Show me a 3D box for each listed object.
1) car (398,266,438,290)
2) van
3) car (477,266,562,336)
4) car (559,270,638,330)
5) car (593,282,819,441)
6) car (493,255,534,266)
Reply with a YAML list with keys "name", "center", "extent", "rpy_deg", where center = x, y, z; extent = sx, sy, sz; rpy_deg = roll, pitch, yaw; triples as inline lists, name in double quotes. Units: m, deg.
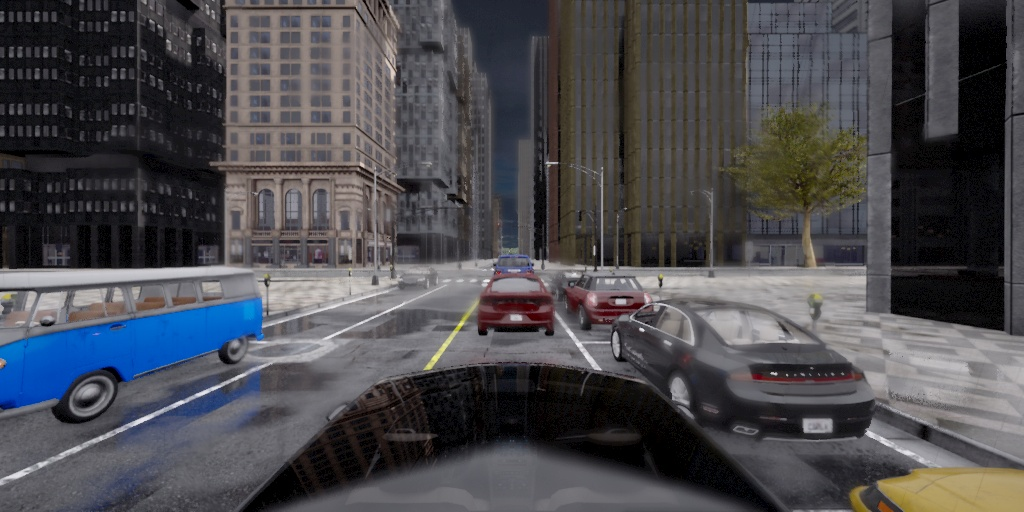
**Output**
- name: "car"
  center: [-5.734, 1.291, 22.355]
  extent: [2.007, 1.370, 4.403]
  rpy_deg: [0, 0, 0]
- name: "van"
  center: [-5.756, 1.090, 5.432]
  extent: [1.690, 1.789, 3.998]
  rpy_deg: [0, 0, 0]
- name: "car"
  center: [0.106, 1.224, 10.448]
  extent: [1.882, 1.535, 5.008]
  rpy_deg: [0, 0, 0]
- name: "car"
  center: [2.777, 1.186, 11.063]
  extent: [1.967, 1.591, 4.097]
  rpy_deg: [0, 0, 0]
- name: "car"
  center: [2.769, 1.299, 5.422]
  extent: [2.007, 1.370, 4.403]
  rpy_deg: [0, 0, 0]
- name: "car"
  center: [0.102, 0.963, 20.332]
  extent: [2.150, 2.045, 5.566]
  rpy_deg: [0, 0, 0]
